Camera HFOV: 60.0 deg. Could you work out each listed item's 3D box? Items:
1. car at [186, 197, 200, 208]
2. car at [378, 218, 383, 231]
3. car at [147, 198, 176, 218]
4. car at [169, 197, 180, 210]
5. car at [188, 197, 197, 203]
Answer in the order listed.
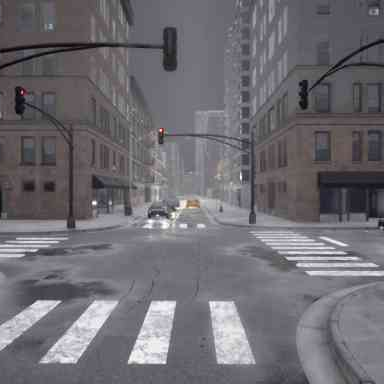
[{"bbox_3d":[0.135,1.509,49.743,1.882,1.535,5.008,0,0,0],"label":"car"},{"bbox_3d":[12.379,1.564,17.904,4.313,1.339,1.947,0,0,0],"label":"car"},{"bbox_3d":[-2.831,1.556,30.010,2.033,1.411,5.357,0,0,0],"label":"car"},{"bbox_3d":[-2.820,1.522,39.839,1.837,1.490,4.892,0,0,0],"label":"car"},{"bbox_3d":[0.148,1.671,70.052,1.895,1.301,4.718,0,0,0],"label":"car"}]
